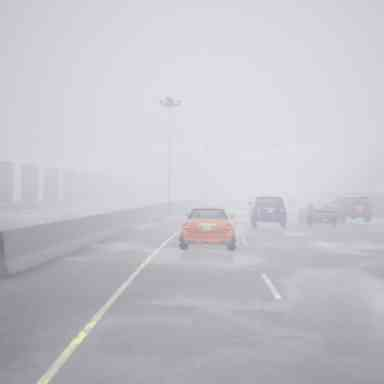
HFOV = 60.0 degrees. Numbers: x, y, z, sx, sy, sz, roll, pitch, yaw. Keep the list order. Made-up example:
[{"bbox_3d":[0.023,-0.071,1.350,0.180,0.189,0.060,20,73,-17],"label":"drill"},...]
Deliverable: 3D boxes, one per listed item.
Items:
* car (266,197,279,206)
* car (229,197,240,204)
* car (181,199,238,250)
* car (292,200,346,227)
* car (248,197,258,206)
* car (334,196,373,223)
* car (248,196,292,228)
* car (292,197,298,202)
[{"bbox_3d":[14.540,1.707,60.016,1.994,1.385,4.181,1,0,10],"label":"car"},{"bbox_3d":[7.616,1.604,61.063,1.812,1.442,4.674,1,0,10],"label":"car"},{"bbox_3d":[0.772,1.361,14.603,2.097,1.767,4.553,1,0,5],"label":"car"},{"bbox_3d":[8.818,1.577,23.604,2.128,1.511,4.902,0,0,7],"label":"car"},{"bbox_3d":[11.094,1.616,60.633,1.837,1.490,4.892,1,0,10],"label":"car"},{"bbox_3d":[12.778,1.344,27.226,2.150,2.045,5.566,0,0,8],"label":"car"},{"bbox_3d":[5.121,1.271,22.842,2.150,2.045,5.566,0,0,8],"label":"car"},{"bbox_3d":[17.955,1.666,59.228,2.128,1.511,4.902,1,0,10],"label":"car"}]
